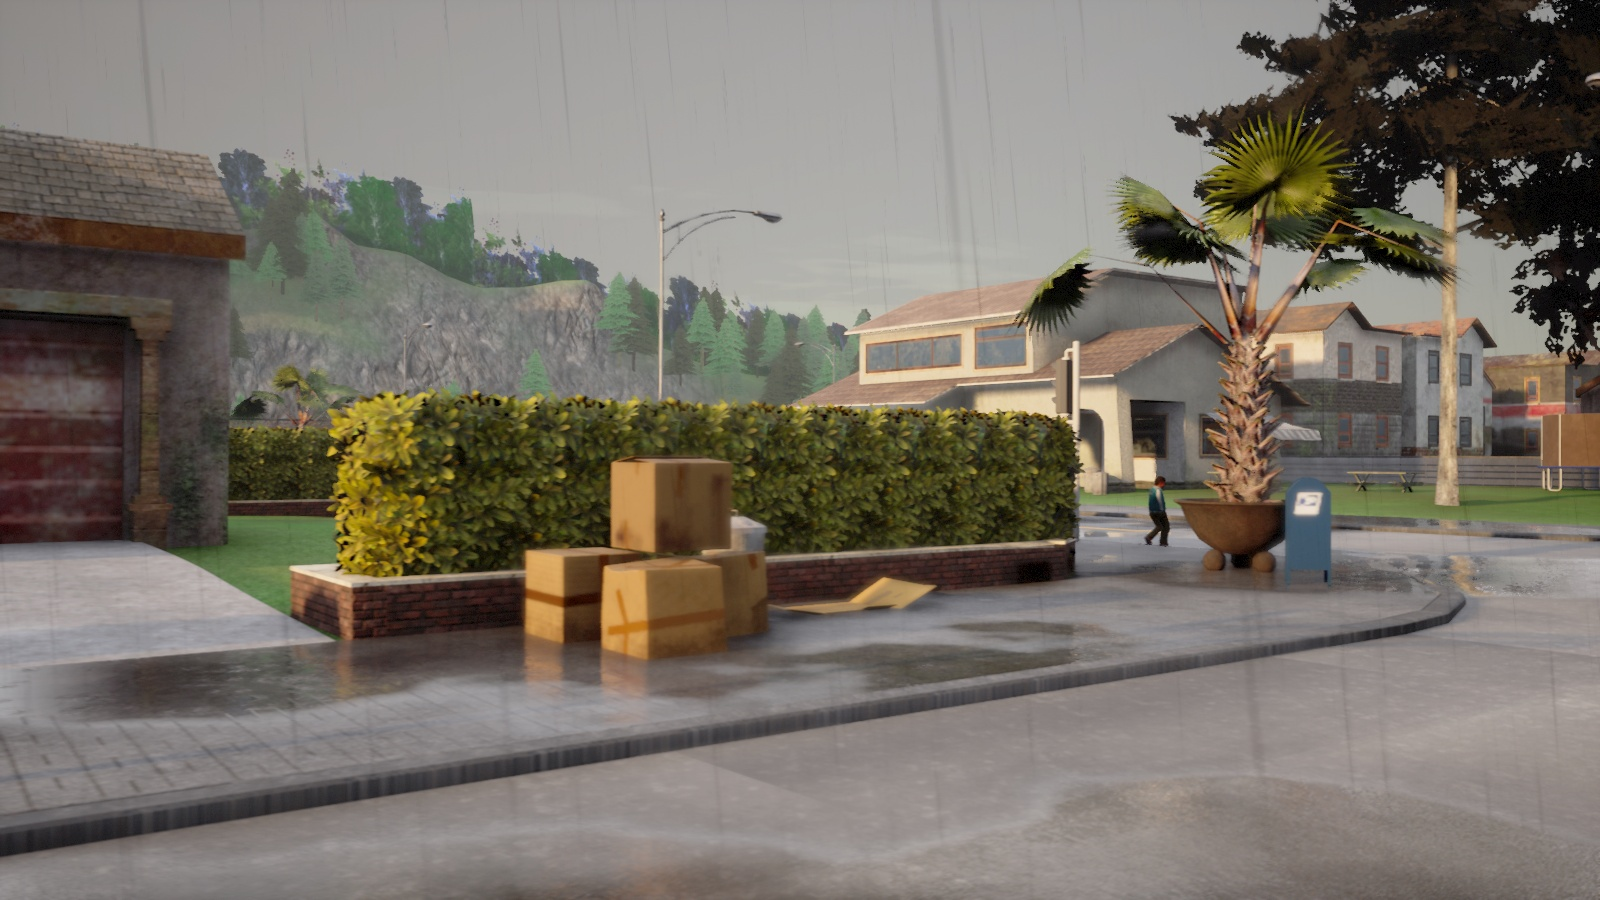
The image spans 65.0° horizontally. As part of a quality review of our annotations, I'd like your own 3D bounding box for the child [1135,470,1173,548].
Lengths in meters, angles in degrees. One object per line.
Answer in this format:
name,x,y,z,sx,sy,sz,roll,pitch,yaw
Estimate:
child,5.454,0.900,19.369,0.448,1.192,0.343,0,0,-14
